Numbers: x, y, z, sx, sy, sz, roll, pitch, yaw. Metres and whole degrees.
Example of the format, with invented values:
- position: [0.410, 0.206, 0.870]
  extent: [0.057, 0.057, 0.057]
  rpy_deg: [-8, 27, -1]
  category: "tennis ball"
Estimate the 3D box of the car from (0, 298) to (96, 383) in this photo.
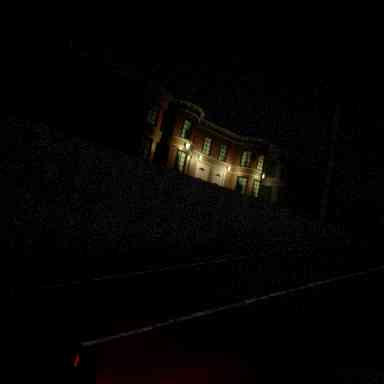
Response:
- position: [-3.051, 1.500, 1.816]
  extent: [4.892, 1.490, 1.837]
  rpy_deg: [0, 0, -35]
  category: "car"
